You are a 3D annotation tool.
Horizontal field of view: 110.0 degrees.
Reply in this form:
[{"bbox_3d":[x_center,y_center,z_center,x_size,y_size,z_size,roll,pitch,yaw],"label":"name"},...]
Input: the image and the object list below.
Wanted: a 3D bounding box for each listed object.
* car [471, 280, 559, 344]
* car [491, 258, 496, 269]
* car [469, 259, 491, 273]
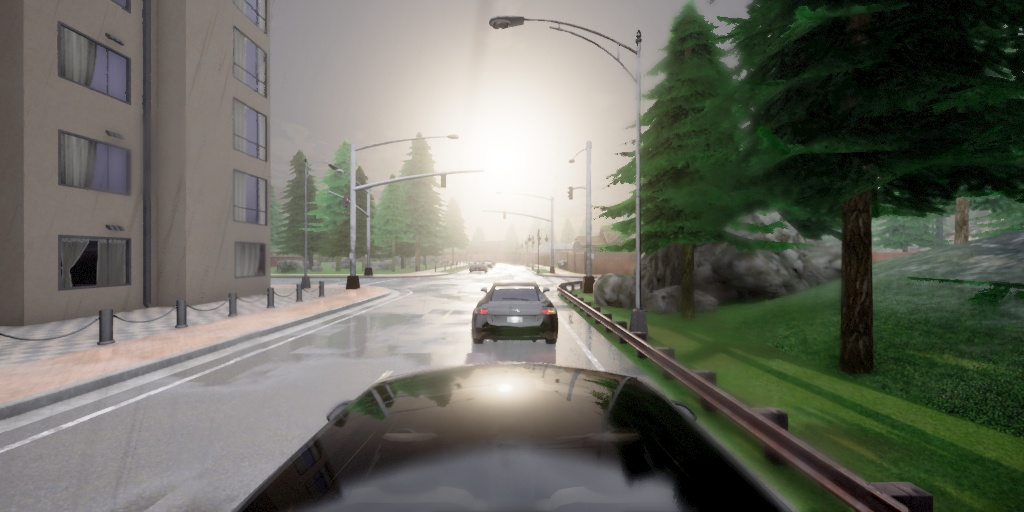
[{"bbox_3d":[0.081,1.314,9.577,1.994,1.385,4.181,0,0,1],"label":"car"},{"bbox_3d":[-3.993,1.267,56.973,2.033,1.411,5.357,0,0,0],"label":"car"},{"bbox_3d":[-3.901,1.284,42.018,1.994,1.385,4.181,0,0,-1],"label":"car"}]
